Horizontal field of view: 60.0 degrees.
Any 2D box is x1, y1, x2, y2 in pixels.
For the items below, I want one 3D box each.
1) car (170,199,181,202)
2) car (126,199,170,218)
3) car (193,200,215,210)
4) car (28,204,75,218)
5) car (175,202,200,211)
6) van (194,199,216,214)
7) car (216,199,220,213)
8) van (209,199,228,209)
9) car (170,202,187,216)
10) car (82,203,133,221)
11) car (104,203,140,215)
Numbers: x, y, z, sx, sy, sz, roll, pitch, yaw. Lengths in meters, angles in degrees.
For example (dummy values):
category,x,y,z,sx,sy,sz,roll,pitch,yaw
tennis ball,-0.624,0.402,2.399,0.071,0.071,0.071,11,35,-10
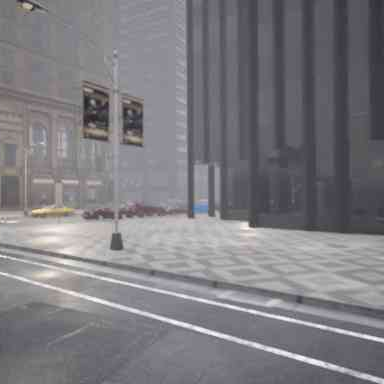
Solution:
category,x,y,z,sx,sy,sz,roll,pitch,yaw
car,-3.489,2.060,51.613,2.192,1.841,5.009,-2,-2,36
car,-4.998,1.793,34.885,2.192,1.841,5.009,-2,-2,36
car,2.213,2.316,59.545,1.967,1.590,4.097,-2,-2,36
car,-14.988,2.003,35.597,1.752,1.417,4.829,-2,-2,36
car,-0.636,2.355,55.575,1.887,1.381,4.507,-2,-2,36
van,0.947,1.957,43.141,1.690,1.788,3.998,-2,-2,36
car,3.919,2.000,47.269,2.192,1.841,5.009,-2,-2,36
van,5.063,2.282,63.516,1.690,1.788,3.998,-1,-2,36
car,-2.023,2.129,39.007,1.802,1.307,4.206,-2,-2,36
car,-7.969,1.954,30.751,1.887,1.381,4.507,-2,-2,36
car,-9.188,2.164,43.670,2.008,1.369,4.403,-2,-2,36
